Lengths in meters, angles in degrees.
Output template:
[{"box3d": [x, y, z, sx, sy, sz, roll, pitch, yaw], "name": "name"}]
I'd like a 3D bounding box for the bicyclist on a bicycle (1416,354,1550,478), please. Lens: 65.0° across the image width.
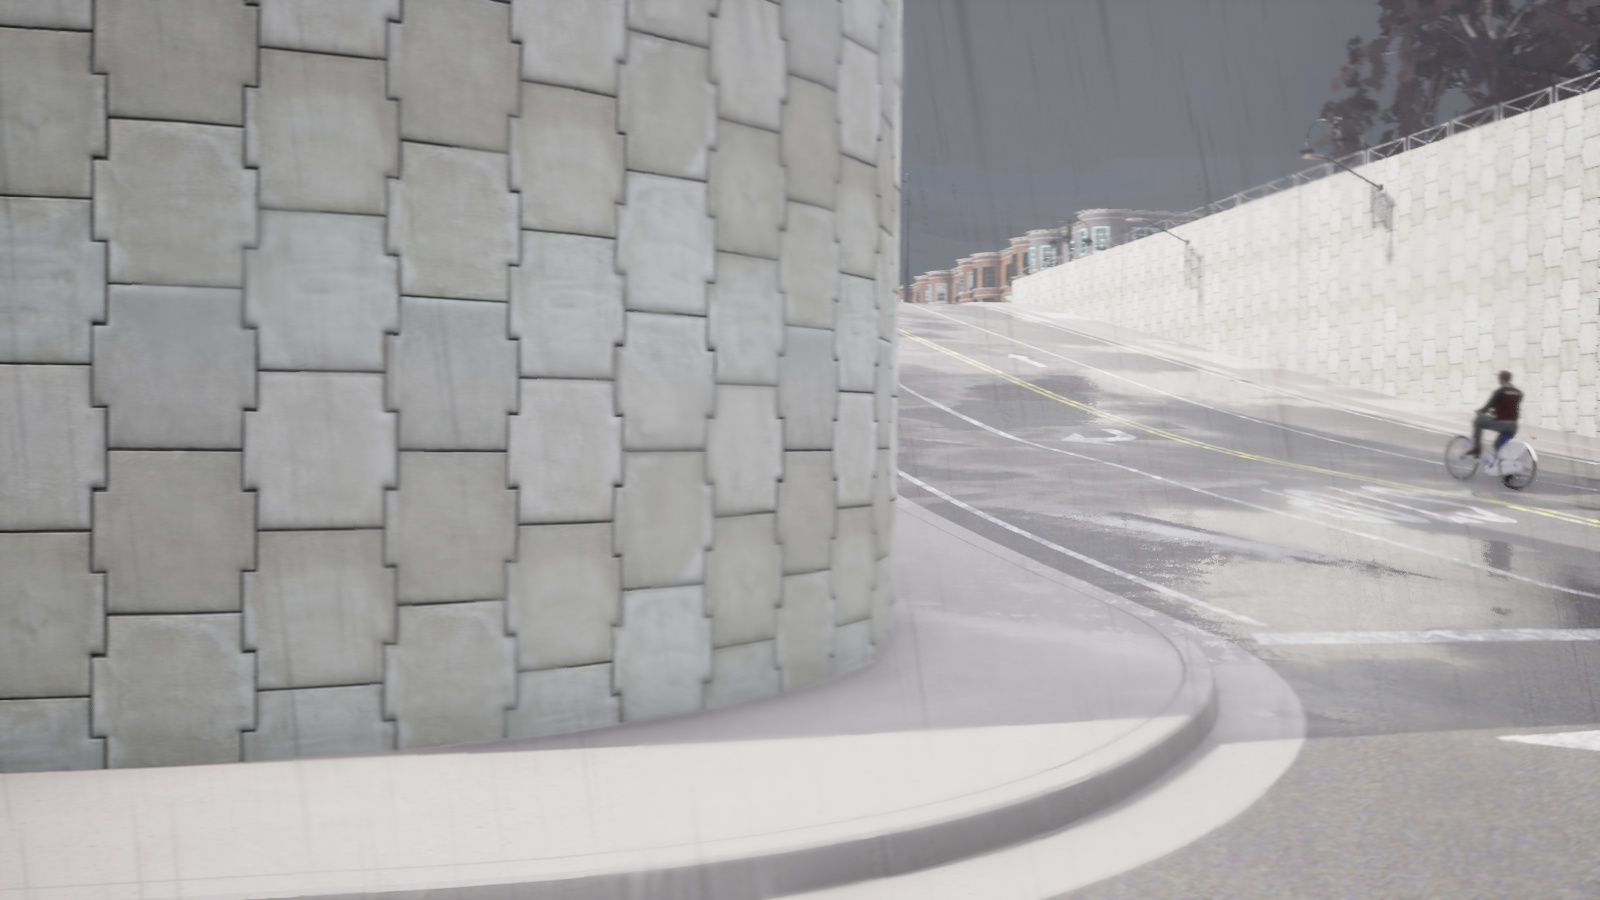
[{"box3d": [10.404, -0.561, 19.215, 0.659, 1.776, 1.843, 0, 5, -12], "name": "bicyclist on a bicycle"}]
